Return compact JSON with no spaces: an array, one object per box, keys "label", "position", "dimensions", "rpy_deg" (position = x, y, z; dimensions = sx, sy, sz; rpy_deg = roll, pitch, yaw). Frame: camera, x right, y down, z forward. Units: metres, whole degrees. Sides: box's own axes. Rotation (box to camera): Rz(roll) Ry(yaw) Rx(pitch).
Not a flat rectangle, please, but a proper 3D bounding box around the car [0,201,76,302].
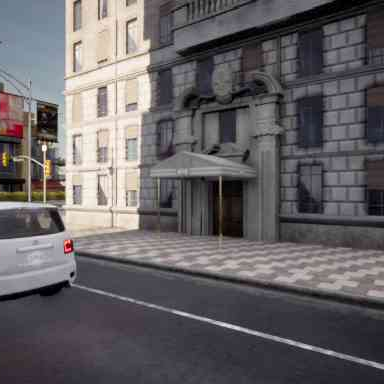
[{"label":"car","position":[-4.924,1.221,7.395],"dimensions":[5.566,2.045,2.150],"rpy_deg":[0,0,35]}]
